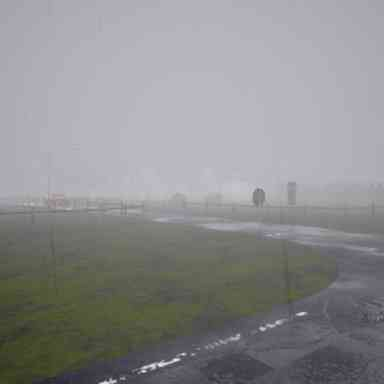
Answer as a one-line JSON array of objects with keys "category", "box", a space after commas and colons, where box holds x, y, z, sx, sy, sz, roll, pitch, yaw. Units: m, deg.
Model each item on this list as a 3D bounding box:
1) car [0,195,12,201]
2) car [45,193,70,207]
[{"category": "car", "box": [-45.211, 1.397, 80.575, 5.008, 1.535, 1.882, 0, -1, 45]}, {"category": "car", "box": [-19.843, 1.132, 48.992, 2.150, 2.045, 5.566, 1, -1, -40]}]
